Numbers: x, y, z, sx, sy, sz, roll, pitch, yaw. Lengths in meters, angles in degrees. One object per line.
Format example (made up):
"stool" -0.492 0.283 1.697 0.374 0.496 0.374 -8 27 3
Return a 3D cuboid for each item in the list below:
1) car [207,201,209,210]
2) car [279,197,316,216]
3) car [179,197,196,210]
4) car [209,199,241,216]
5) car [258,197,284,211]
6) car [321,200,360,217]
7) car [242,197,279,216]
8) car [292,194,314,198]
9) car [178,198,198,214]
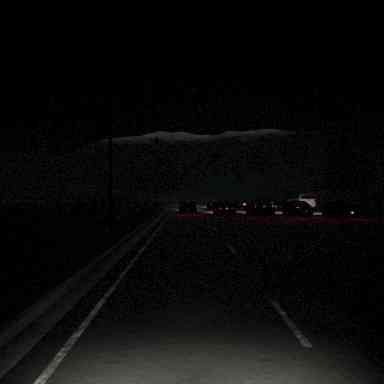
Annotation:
"car" 2.936 1.599 43.359 1.895 1.301 4.718 0 0 -1
"car" 10.117 1.525 31.924 1.812 1.442 4.674 0 0 -1
"car" -0.589 1.490 44.969 2.128 1.511 4.902 0 0 -1
"car" 3.109 1.546 32.642 2.033 1.411 5.357 0 0 -1
"car" 9.955 1.490 42.262 2.128 1.511 4.902 0 0 -1
"car" 13.637 1.504 30.765 1.837 1.490 4.892 0 0 -1
"car" 6.605 1.351 32.658 2.097 1.767 4.553 0 0 -1
"car" 13.477 1.220 41.240 2.150 2.045 5.566 0 0 -1
"car" -0.438 1.490 35.556 2.128 1.511 4.902 0 0 -1
